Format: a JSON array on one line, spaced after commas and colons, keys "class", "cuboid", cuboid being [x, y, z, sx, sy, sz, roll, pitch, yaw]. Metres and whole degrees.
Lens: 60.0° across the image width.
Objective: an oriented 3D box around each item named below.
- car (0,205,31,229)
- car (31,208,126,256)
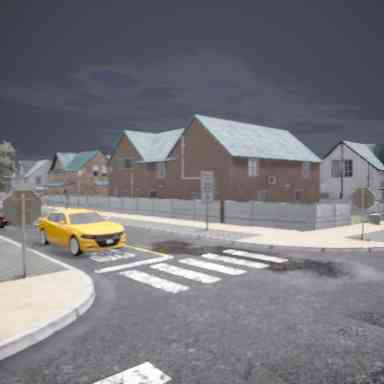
[{"class": "car", "cuboid": [-11.719, 1.518, 21.390, 1.895, 1.301, 4.718, -2, 2, -42]}, {"class": "car", "cuboid": [-4.574, 1.449, 13.458, 1.882, 1.535, 5.008, -2, 2, -43]}]
